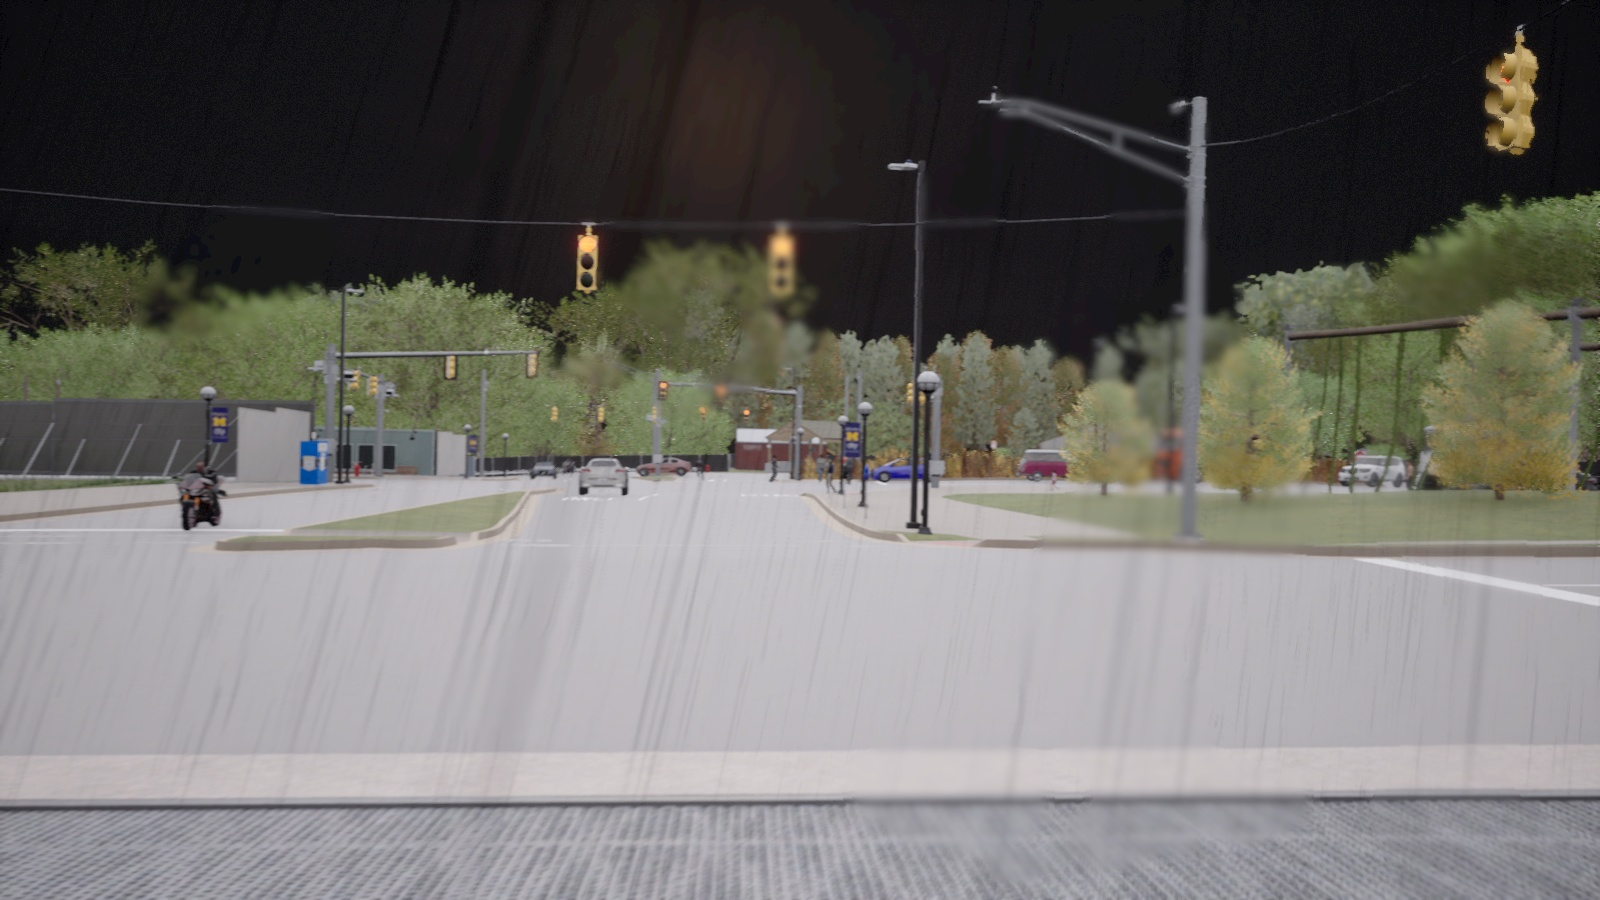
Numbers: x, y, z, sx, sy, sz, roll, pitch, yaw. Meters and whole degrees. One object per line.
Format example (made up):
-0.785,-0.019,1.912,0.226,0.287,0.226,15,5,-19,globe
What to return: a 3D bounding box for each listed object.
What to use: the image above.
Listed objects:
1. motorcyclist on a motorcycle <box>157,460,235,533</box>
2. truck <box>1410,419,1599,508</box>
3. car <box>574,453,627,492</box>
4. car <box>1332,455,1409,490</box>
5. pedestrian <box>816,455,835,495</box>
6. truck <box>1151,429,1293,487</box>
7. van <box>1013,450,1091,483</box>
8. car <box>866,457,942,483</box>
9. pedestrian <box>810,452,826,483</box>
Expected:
-13.310,0.995,27.735,0.866,1.530,2.191,0,0,-6,motorcyclist on a motorcycle
30.400,0.589,53.236,2.891,3.462,7.936,1,-1,-29,truck
-8.863,1.021,56.130,2.152,1.651,5.027,1,-1,-7,car
37.063,1.485,81.508,5.566,2.045,2.150,2,0,-38,car
1.278,1.252,62.049,0.788,1.949,0.423,2,0,34,pedestrian
26.614,0.508,79.394,7.936,3.462,2.891,1,1,-7,truck
15.745,1.018,78.646,4.442,1.987,1.775,1,1,-3,van
6.426,1.214,78.158,4.514,1.525,2.007,0,0,-2,car
1.111,1.097,78.331,0.874,1.855,0.900,1,0,-6,pedestrian
